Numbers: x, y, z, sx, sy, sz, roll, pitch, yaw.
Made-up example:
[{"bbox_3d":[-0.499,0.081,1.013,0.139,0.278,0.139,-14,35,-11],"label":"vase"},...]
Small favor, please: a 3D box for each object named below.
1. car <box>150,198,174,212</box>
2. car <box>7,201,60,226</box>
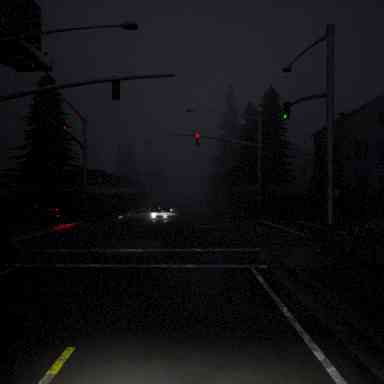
[{"bbox_3d":[-3.517,1.564,38.001,1.994,1.385,4.181,0,0,0],"label":"car"},{"bbox_3d":[-11.092,1.317,21.408,4.902,1.511,2.128,1,0,-1],"label":"car"}]
